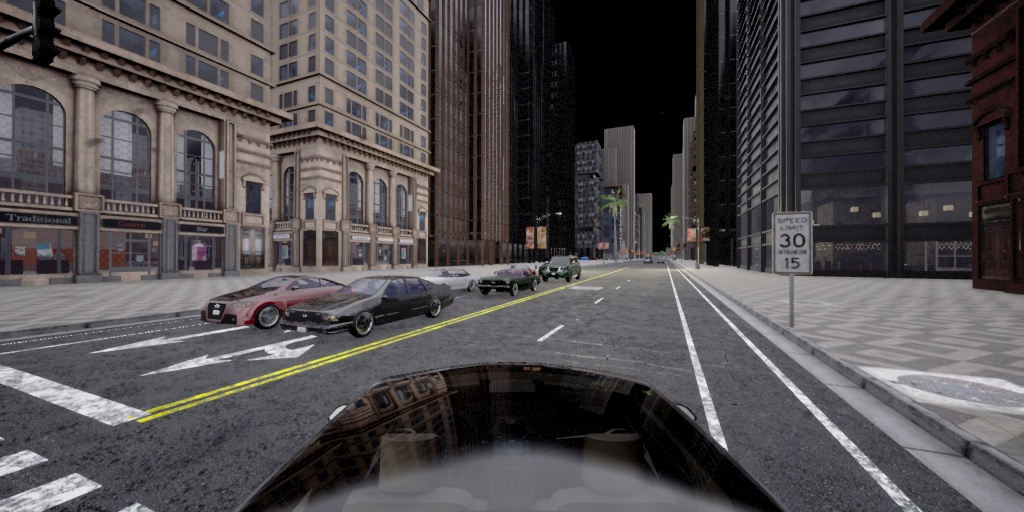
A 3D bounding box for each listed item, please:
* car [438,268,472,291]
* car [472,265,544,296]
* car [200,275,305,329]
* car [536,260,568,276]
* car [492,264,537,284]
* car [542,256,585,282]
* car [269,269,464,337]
[{"bbox_3d":[-3.626,1.357,19.398,1.895,1.301,4.718,0,0,23],"label":"car"},{"bbox_3d":[-0.040,1.358,19.519,1.895,1.301,4.718,0,0,23],"label":"car"},{"bbox_3d":[-7.057,1.316,11.336,1.994,1.385,4.181,0,0,23],"label":"car"},{"bbox_3d":[4.319,1.251,37.935,1.882,1.535,5.008,0,0,24],"label":"car"},{"bbox_3d":[0.282,1.364,28.561,1.895,1.301,4.718,0,0,23],"label":"car"},{"bbox_3d":[4.158,0.987,29.357,2.150,2.045,5.566,0,0,23],"label":"car"},{"bbox_3d":[-3.800,1.299,10.698,2.033,1.411,5.357,0,0,23],"label":"car"}]
